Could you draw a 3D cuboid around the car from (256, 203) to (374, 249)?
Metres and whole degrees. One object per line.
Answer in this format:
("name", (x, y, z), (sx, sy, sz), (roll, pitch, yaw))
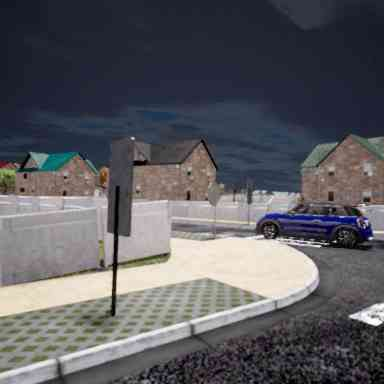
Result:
("car", (5.059, 1.238, 14.104), (4.553, 1.767, 2.097), (1, -3, 37))

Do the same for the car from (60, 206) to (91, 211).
("car", (-6.702, 1.346, 22.049), (4.718, 1.301, 1.895), (1, -2, 36))
